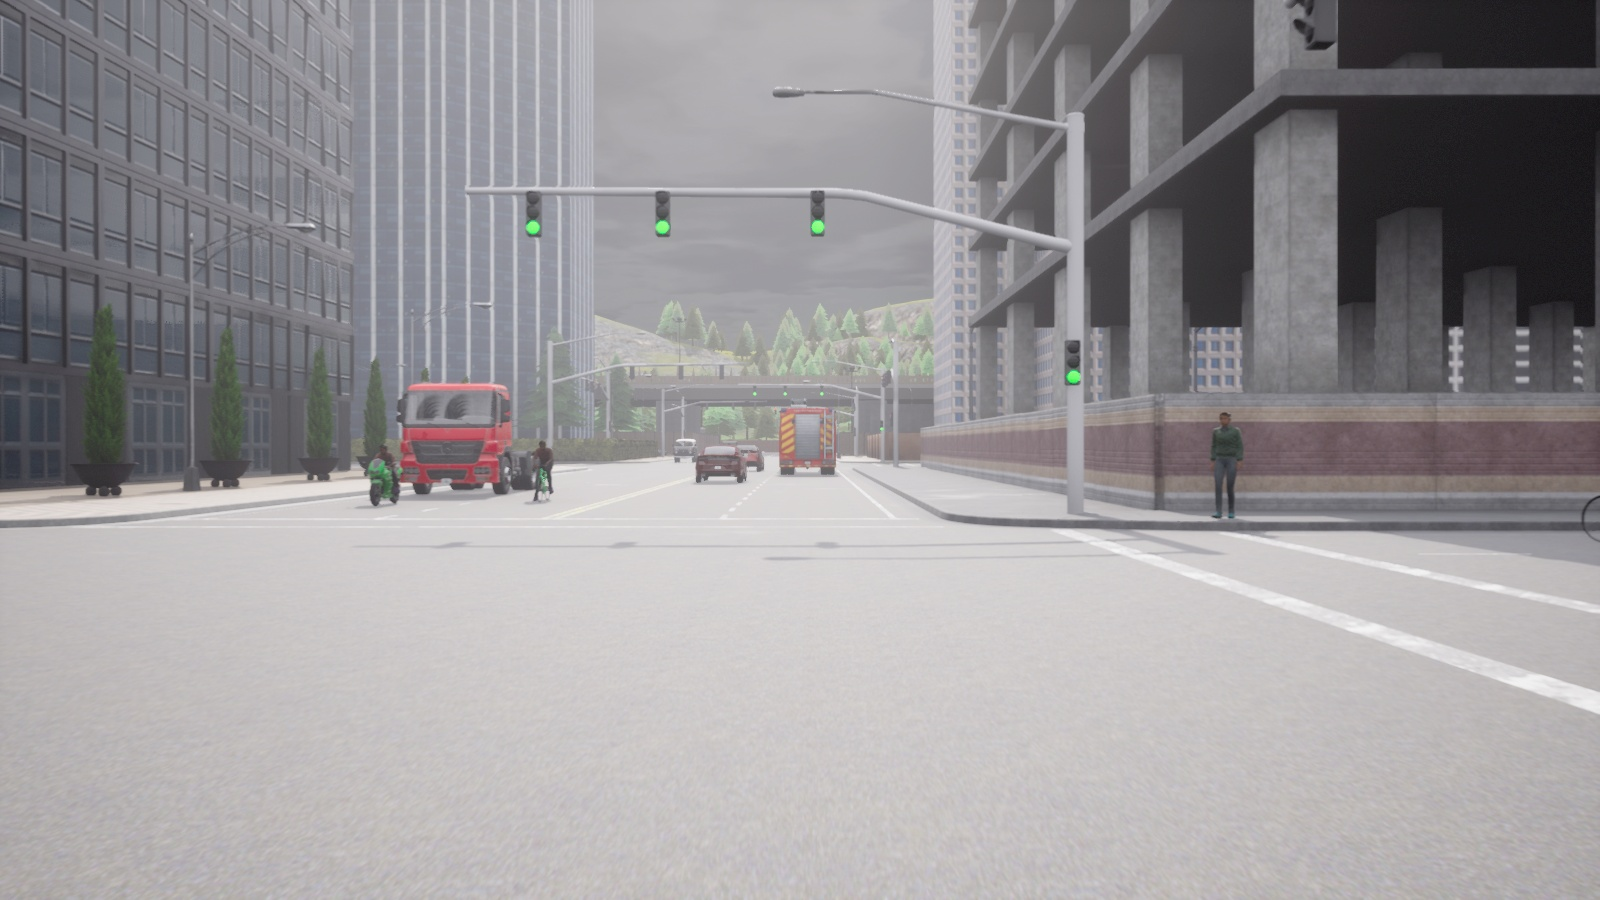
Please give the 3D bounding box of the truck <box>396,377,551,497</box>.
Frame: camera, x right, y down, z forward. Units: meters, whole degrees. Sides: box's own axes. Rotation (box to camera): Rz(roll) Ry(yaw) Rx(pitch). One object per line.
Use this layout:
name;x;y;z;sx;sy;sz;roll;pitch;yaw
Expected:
truck;-10.257;-0.398;40.384;2.891;3.462;7.936;0;0;0

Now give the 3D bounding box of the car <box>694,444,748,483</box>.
car;-3.189;0.525;51.562;1.882;1.535;5.008;0;0;0

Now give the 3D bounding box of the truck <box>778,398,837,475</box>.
truck;0.397;-0.672;66.520;2.891;3.827;8.468;0;0;0

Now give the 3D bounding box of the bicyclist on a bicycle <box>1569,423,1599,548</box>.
bicyclist on a bicycle;12.232;0.502;18.130;1.843;1.776;0.659;0;0;0

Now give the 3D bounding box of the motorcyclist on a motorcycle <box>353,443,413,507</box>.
motorcyclist on a motorcycle;-10.307;0.602;31.112;0.797;1.523;2.044;0;0;0

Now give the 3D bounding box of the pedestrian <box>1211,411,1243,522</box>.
pedestrian;7.220;0.268;21.232;0.353;1.847;0.614;0;0;35

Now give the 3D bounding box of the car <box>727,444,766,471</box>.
car;-3.068;0.413;72.815;2.007;1.525;4.514;0;0;0

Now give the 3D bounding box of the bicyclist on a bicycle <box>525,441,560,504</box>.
bicyclist on a bicycle;-6.795;0.567;33.196;0.582;1.620;1.656;0;1;0
